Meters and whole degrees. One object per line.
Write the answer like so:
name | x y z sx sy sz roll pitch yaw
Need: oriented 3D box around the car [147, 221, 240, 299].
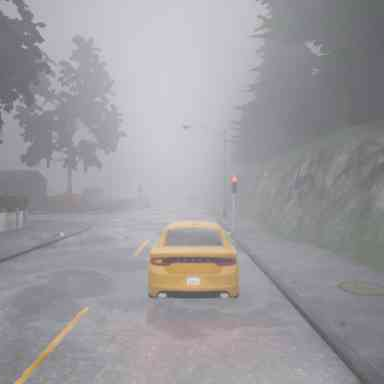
car | 0.049 1.474 8.528 1.882 1.535 5.008 0 0 1

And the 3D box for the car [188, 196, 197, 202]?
car | 0.012 1.482 71.061 1.895 1.301 4.718 0 0 0
